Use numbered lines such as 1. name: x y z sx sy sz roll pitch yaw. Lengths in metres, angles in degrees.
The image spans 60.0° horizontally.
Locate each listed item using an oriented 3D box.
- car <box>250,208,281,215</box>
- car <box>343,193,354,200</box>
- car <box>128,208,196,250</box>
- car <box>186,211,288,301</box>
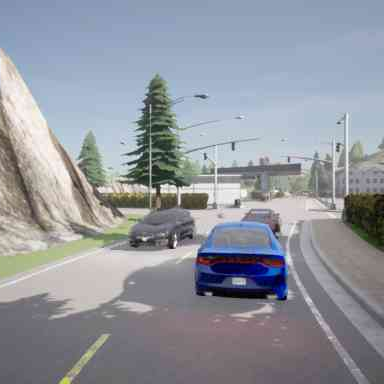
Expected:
1. car: 3.699 1.564 17.701 1.994 1.385 4.181 0 0 17
2. car: 40.213 1.077 83.015 3.866 1.878 1.905 0 0 19
3. car: -1.131 1.505 14.639 1.837 1.490 4.892 0 0 15
4. car: 1.293 1.478 8.513 1.882 1.535 5.008 0 0 10
